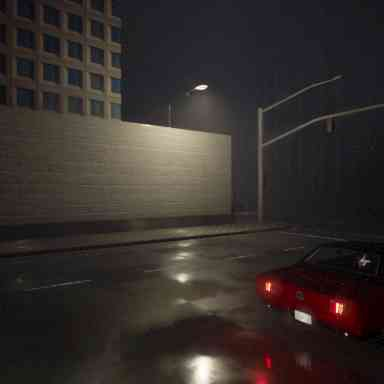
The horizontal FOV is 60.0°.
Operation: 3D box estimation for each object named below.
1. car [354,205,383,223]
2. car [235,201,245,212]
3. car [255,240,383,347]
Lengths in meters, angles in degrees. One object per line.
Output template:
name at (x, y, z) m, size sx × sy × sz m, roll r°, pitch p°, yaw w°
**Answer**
car at (14.512, 1.629, 24.073) m, size 1.895 × 1.301 × 4.718 m, roll 0°, pitch 0°, yaw -36°
car at (4.094, 1.408, 38.656) m, size 2.097 × 1.767 × 4.553 m, roll 0°, pitch 0°, yaw -35°
car at (3.499, 1.601, 6.286) m, size 4.718 × 1.301 × 1.895 m, roll 0°, pitch 0°, yaw -35°
